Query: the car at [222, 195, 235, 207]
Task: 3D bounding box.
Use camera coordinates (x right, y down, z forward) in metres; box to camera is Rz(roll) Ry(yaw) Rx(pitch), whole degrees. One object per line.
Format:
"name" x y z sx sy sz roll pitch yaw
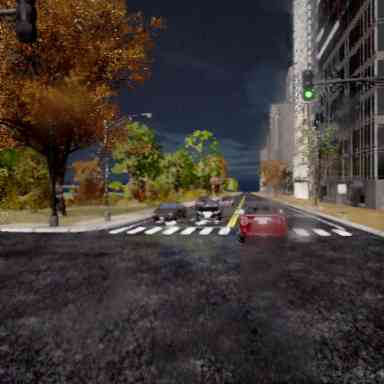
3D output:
"car" 4.985 1.245 47.093 2.097 1.767 4.553 -1 0 10

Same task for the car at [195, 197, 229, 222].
"car" 1.500 1.438 26.137 2.128 1.511 4.902 -1 0 9

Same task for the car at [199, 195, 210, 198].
"car" 1.752 1.281 47.452 2.097 1.767 4.553 -1 0 10

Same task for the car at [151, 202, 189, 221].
"car" -1.631 1.527 26.988 2.033 1.411 5.357 -1 0 13

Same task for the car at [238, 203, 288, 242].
"car" 3.362 1.290 16.256 2.097 1.767 4.553 -1 0 9
